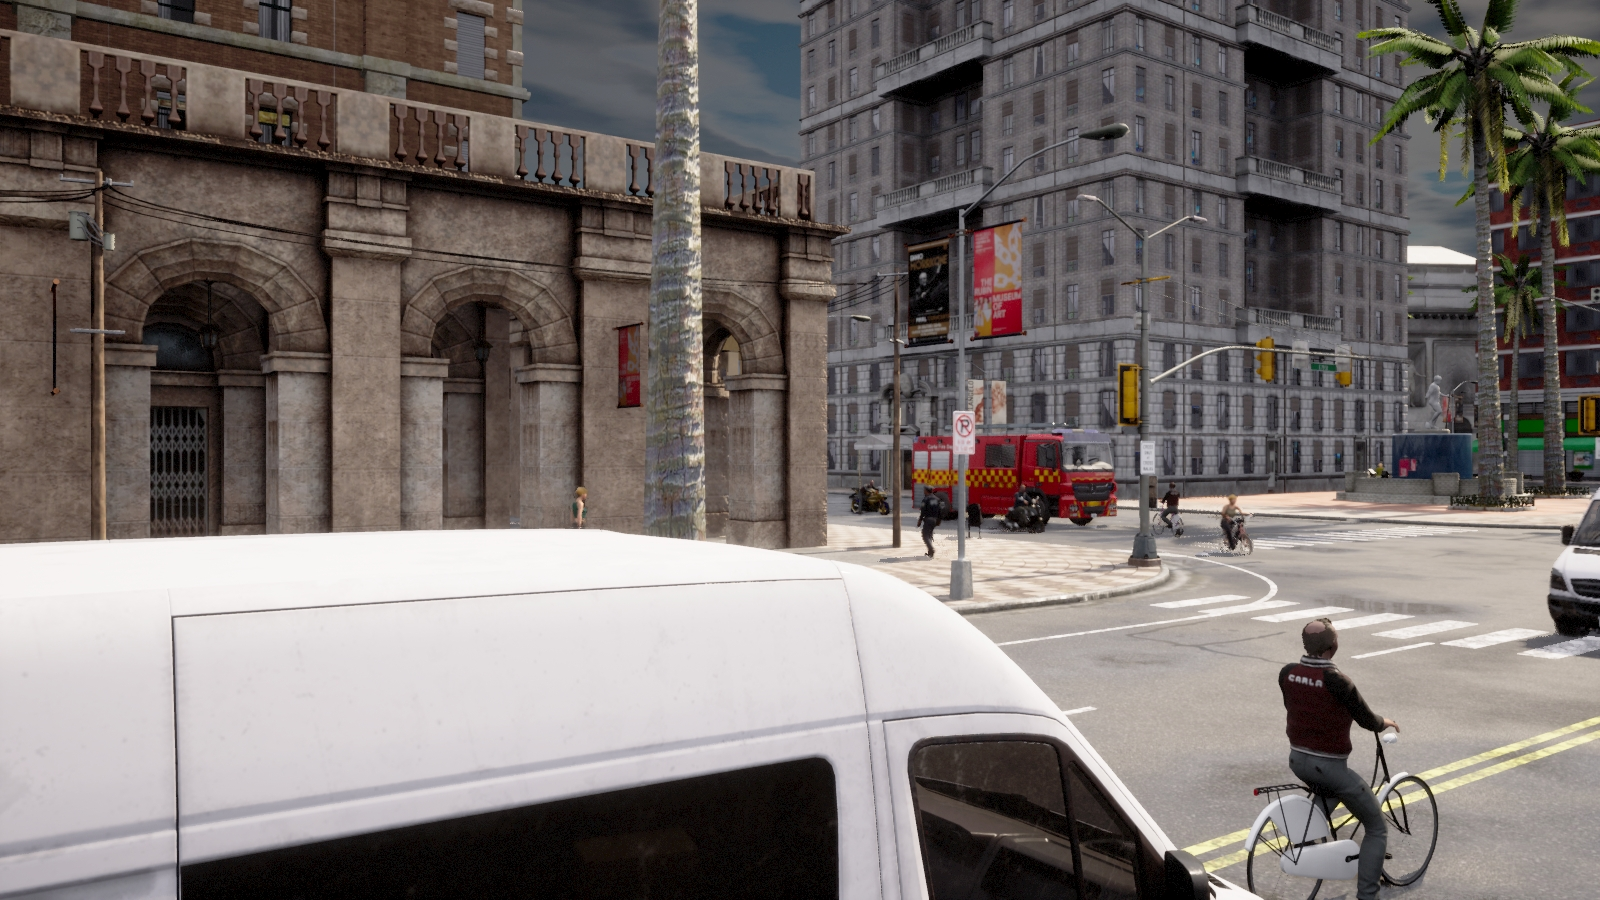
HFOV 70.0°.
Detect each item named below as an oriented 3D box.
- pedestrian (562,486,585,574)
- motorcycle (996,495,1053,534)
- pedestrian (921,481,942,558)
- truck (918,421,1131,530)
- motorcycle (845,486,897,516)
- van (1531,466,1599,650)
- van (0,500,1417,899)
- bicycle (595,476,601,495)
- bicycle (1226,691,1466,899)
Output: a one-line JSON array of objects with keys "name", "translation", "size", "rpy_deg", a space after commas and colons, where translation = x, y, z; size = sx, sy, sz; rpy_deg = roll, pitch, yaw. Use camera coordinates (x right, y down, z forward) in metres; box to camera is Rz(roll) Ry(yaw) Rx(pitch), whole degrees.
[{"name": "pedestrian", "translation": [-4.838, 1.698, 24.410], "size": [0.375, 1.860, 0.375], "rpy_deg": [0, 0, -36]}, {"name": "motorcycle", "translation": [7.622, 2.182, 38.869], "size": [0.856, 1.236, 1.805], "rpy_deg": [0, 0, -34]}, {"name": "pedestrian", "translation": [3.219, 1.696, 27.969], "size": [0.375, 1.860, 0.375], "rpy_deg": [0, 0, -30]}, {"name": "truck", "translation": [8.452, 0.890, 44.320], "size": [2.891, 3.827, 8.468], "rpy_deg": [0, 0, -35]}, {"name": "motorcycle", "translation": [3.065, 2.205, 49.743], "size": [2.209, 1.251, 0.867], "rpy_deg": [0, 0, 44]}, {"name": "van", "translation": [13.725, 1.534, 17.648], "size": [5.915, 2.561, 1.988], "rpy_deg": [0, 0, -35]}, {"name": "van", "translation": [-0.760, 1.534, 3.254], "size": [5.915, 2.561, 1.988], "rpy_deg": [0, 0, -35]}, {"name": "bicycle", "translation": [-12.612, 2.210, 71.312], "size": [0.329, 1.171, 1.835], "rpy_deg": [0, 0, -13]}, {"name": "bicycle", "translation": [3.417, 2.210, 7.085], "size": [1.835, 1.171, 0.329], "rpy_deg": [0, 0, -29]}]
